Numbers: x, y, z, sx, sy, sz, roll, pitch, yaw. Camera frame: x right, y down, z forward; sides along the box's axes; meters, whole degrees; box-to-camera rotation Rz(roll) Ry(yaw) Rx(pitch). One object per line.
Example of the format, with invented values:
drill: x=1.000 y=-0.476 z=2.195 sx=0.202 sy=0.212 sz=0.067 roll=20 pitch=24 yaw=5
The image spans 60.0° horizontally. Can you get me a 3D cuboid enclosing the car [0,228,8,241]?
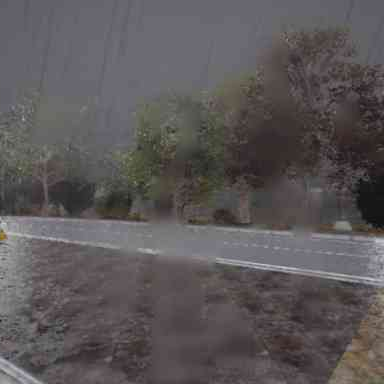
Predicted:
car: x=-9.918 y=1.544 z=12.459 sx=1.946 sy=1.575 sz=5.366 roll=-1 pitch=-1 yaw=36
